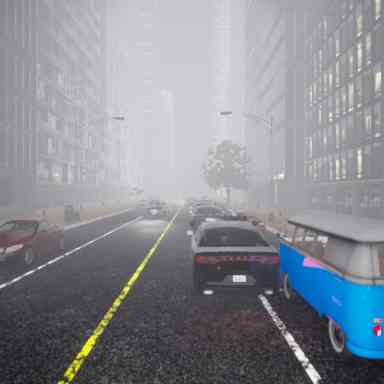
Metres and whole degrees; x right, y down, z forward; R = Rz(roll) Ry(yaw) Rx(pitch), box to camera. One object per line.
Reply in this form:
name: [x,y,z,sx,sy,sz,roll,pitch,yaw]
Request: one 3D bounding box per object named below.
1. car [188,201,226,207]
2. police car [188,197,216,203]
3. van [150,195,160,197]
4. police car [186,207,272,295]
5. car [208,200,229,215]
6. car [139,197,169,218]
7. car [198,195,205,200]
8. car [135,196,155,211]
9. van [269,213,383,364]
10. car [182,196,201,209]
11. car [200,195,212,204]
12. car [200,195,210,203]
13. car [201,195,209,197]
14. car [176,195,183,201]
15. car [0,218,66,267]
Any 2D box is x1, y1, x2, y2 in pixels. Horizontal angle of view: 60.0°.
car: [0.874,1.478,18.725,1.882,1.535,5.008,0,0,0]
police car: [0.866,1.425,24.835,1.930,1.638,5.238,0,0,0]
van: [-5.760,1.328,51.240,1.690,1.788,3.998,0,0,0]
police car: [0.888,1.425,8.835,1.930,1.638,5.238,0,0,0]
car: [2.643,1.581,34.171,1.802,1.307,4.206,0,0,0]
car: [-3.141,1.491,30.015,2.128,1.511,4.902,0,0,0]
car: [2.566,1.463,91.095,1.887,1.381,4.507,0,0,0]
car: [-5.745,1.548,39.855,2.008,1.369,4.403,0,0,0]
van: [2.683,1.341,5.709,1.690,1.788,3.998,0,0,0]
car: [-0.052,1.594,45.802,1.895,1.301,4.718,0,0,0]
car: [2.605,1.410,62.633,1.967,1.590,4.097,0,0,0]
car: [2.597,1.401,68.325,1.967,1.590,4.097,0,0,0]
car: [2.628,1.544,45.555,2.008,1.369,4.403,0,0,0]
car: [-3.119,1.422,85.439,2.128,1.511,4.902,0,0,0]
car: [-5.706,1.582,11.392,1.802,1.307,4.206,0,0,0]
